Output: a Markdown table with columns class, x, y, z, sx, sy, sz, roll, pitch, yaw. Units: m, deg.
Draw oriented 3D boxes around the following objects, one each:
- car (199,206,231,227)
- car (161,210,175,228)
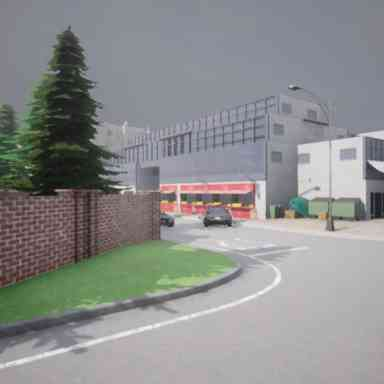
| class | x | y | z | sx | sy | sz | roll | pitch | yaw |
| --- | --- | --- | --- | --- | --- | --- | --- | --- | --- |
| car | 1.720 | 1.711 | 24.611 | 1.994 | 1.385 | 4.181 | -4 | 2 | -1 |
| car | -2.900 | 1.735 | 22.916 | 1.994 | 1.385 | 4.181 | 0 | 0 | -35 |
